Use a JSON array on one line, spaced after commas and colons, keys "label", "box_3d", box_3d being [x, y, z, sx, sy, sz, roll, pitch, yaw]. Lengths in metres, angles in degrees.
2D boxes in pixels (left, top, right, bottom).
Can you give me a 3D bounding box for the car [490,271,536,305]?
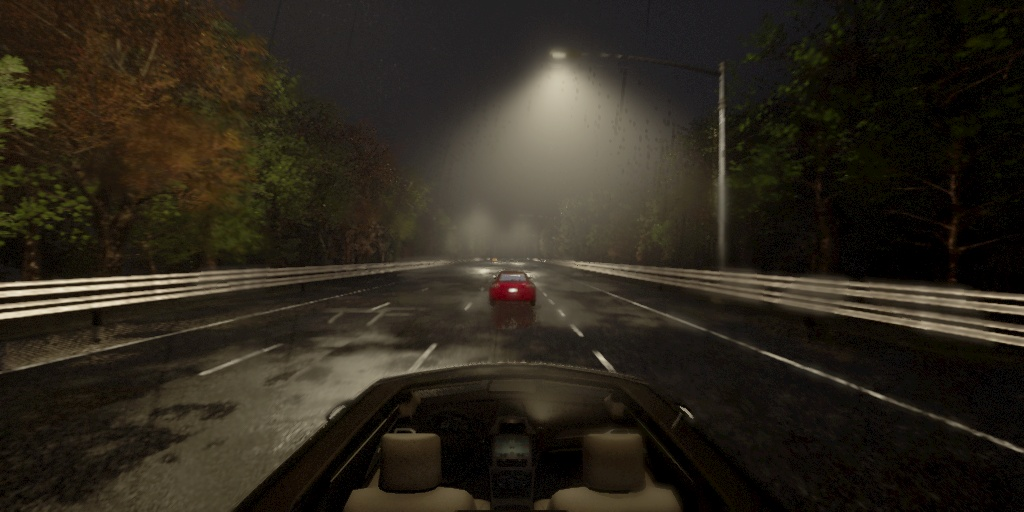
[{"label": "car", "box_3d": [0.033, 1.344, 16.362, 1.994, 1.385, 4.181, 0, 0, 0]}]
